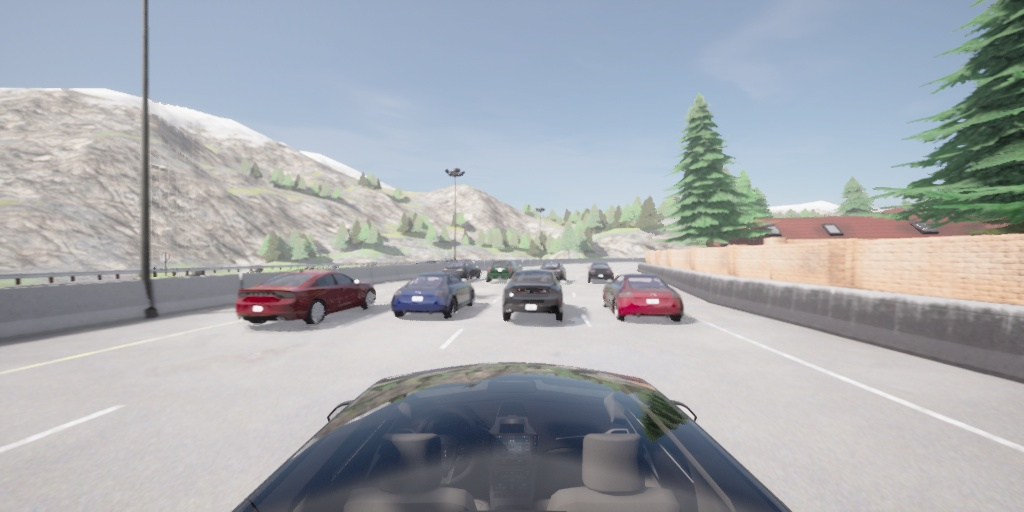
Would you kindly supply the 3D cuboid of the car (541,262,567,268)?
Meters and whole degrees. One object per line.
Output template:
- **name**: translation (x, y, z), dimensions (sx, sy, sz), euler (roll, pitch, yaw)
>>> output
- **car**: translation (3.094, 1.184, 27.226), dimensions (2.128, 1.511, 4.902), euler (0, 0, 12)

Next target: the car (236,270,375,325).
- **car**: translation (-6.314, 1.196, 11.722), dimensions (1.882, 1.535, 5.008), euler (0, 0, 6)

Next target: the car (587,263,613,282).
- **car**: translation (6.767, 1.220, 27.675), dimensions (1.812, 1.442, 4.674), euler (0, 0, 12)

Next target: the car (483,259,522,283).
- **car**: translation (-0.428, 1.038, 27.447), dimensions (2.097, 1.767, 4.553), euler (0, 0, 12)

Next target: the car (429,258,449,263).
- **car**: translation (-11.699, 1.080, 62.770), dimensions (2.128, 1.511, 4.902), euler (0, 0, 22)

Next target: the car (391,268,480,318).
- **car**: translation (-2.653, 1.281, 12.951), dimensions (1.994, 1.385, 4.181), euler (0, 0, 7)

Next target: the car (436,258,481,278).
- **car**: translation (-3.835, 1.173, 28.258), dimensions (2.128, 1.511, 4.902), euler (0, 0, 12)

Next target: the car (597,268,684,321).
- **car**: translation (4.323, 1.291, 12.402), dimensions (1.994, 1.385, 4.181), euler (0, 0, 7)

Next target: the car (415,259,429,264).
- **car**: translation (-15.145, 1.183, 63.641), dimensions (1.895, 1.301, 4.718), euler (0, 0, 22)

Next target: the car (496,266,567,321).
- **car**: translation (0.797, 1.225, 12.346), dimensions (1.837, 1.490, 4.892), euler (0, -1, 6)
